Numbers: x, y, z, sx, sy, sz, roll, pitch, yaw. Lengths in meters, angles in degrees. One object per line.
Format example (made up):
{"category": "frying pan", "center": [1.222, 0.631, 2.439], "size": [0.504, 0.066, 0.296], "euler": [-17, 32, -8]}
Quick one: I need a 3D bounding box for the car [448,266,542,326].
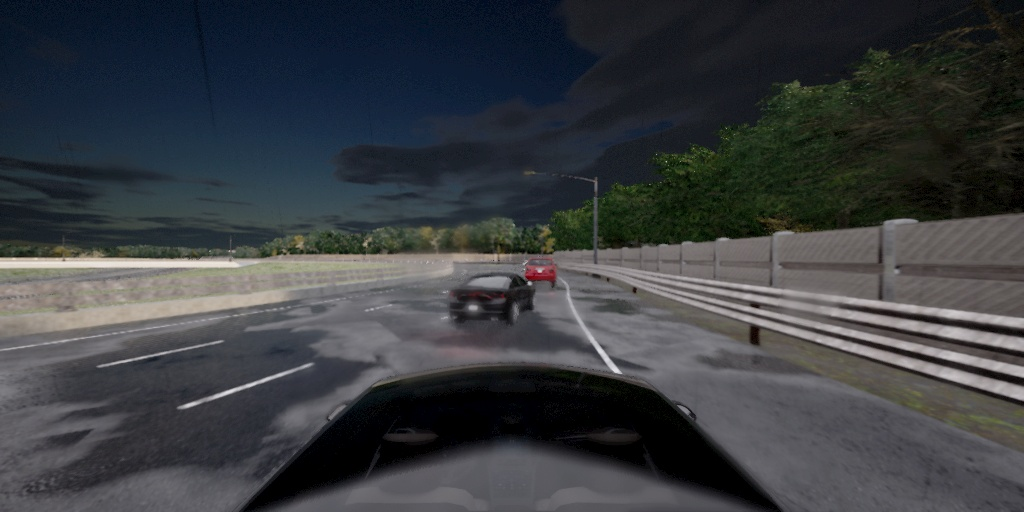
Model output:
{"category": "car", "center": [-0.446, 1.286, 12.215], "size": [1.882, 1.535, 5.008], "euler": [0, 0, 14]}

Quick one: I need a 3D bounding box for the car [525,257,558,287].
{"category": "car", "center": [2.160, 1.122, 26.399], "size": [2.150, 2.045, 5.566], "euler": [0, 0, 6]}
